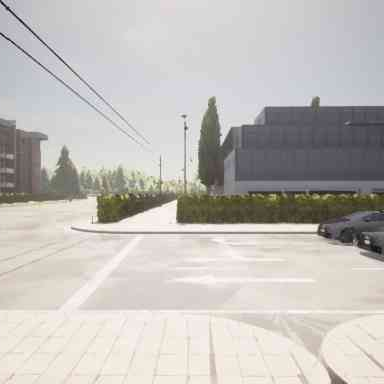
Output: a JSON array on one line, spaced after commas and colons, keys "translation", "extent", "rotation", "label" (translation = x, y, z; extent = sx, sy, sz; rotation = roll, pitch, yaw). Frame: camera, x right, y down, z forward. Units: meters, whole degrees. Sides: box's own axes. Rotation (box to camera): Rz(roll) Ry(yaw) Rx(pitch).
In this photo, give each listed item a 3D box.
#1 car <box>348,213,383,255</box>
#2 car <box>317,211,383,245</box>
[{"translation": [8.087, 1.564, 11.563], "extent": [4.181, 1.385, 1.994], "rotation": [0, 0, 0], "label": "car"}, {"translation": [7.935, 1.564, 15.064], "extent": [4.181, 1.385, 1.994], "rotation": [0, 0, 0], "label": "car"}]
